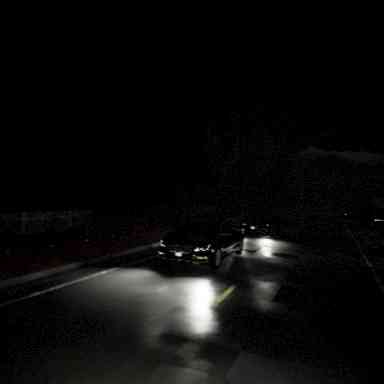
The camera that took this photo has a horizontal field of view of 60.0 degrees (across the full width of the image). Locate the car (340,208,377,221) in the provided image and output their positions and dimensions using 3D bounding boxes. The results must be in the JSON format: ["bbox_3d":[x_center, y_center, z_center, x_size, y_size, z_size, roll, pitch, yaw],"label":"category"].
[{"bbox_3d":[19.756,2.647,39.419,4.181,1.385,1.994,3,-1,-21],"label":"car"}]

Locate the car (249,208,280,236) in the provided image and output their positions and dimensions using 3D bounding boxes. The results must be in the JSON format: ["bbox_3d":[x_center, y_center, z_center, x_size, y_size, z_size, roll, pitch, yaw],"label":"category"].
[{"bbox_3d":[4.356,1.814,20.906,1.837,1.490,4.892,2,0,23],"label":"car"}]

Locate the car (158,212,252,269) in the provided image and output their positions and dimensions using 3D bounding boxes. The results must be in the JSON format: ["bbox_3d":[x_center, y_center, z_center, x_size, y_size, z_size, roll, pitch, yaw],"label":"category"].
[{"bbox_3d":[0.551,1.595,11.804,1.837,1.490,4.892,2,0,23],"label":"car"}]
